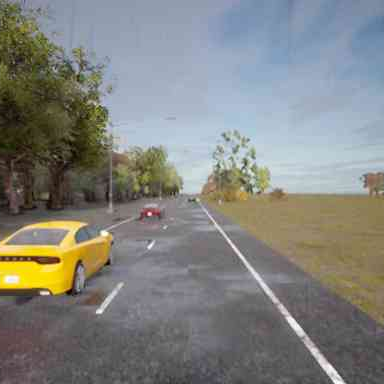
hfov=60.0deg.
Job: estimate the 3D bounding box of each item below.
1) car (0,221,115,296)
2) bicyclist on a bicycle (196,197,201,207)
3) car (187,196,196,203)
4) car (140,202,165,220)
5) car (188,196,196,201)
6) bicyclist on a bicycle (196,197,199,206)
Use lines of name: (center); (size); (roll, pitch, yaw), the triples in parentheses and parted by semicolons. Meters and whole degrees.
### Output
car: (-3.408, 1.506, 8.763); (1.882, 1.535, 5.008); (0, 0, 0)
bicyclist on a bicycle: (0.930, 1.602, 50.333); (0.866, 1.612, 1.509); (0, 0, 0)
car: (-0.040, 1.610, 77.935); (2.097, 1.767, 4.553); (0, 0, 0)
car: (-3.417, 1.621, 29.184); (1.812, 1.442, 4.674); (0, 0, 0)
car: (-0.048, 1.713, 90.466); (1.994, 1.385, 4.181); (0, 0, 0)
bicyclist on a bicycle: (0.931, 1.645, 58.535); (0.582, 1.620, 1.656); (0, 0, 0)
